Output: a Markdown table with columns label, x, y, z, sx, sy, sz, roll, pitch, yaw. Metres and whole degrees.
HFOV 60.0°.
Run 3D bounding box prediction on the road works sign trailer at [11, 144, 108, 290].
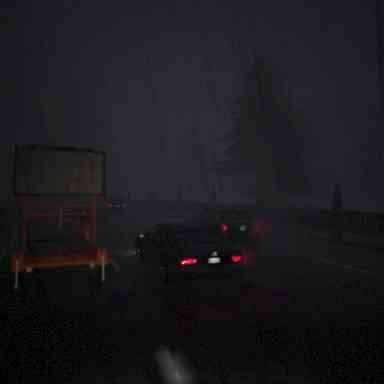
| label | x | y | z | sx | sy | sz | roll | pitch | yaw |
| --- | --- | --- | --- | --- | --- | --- | --- | --- | --- |
| road works sign trailer | -3.746 | 0.510 | 9.503 | 2.380 | 3.560 | 2.880 | 1 | -1 | -24 |

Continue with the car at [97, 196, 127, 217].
| label | x | y | z | sx | sy | sz | roll | pitch | yaw |
| --- | --- | --- | --- | --- | --- | --- | --- | --- | --- |
| car | -8.412 | 1.434 | 33.452 | 2.150 | 2.045 | 5.566 | 1 | -1 | -33 |

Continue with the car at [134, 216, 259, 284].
| label | x | y | z | sx | sy | sz | roll | pitch | yaw |
| --- | --- | --- | --- | --- | --- | --- | --- | --- | --- |
| car | -0.372 | 1.636 | 10.014 | 2.033 | 1.411 | 5.357 | 1 | -1 | -21 |

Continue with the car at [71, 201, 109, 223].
| label | x | y | z | sx | sy | sz | roll | pitch | yaw |
| --- | --- | --- | --- | --- | --- | --- | --- | --- | --- |
| car | -8.440 | 1.677 | 26.826 | 1.812 | 1.442 | 4.674 | 1 | -1 | -30 |

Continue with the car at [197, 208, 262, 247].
| label | x | y | z | sx | sy | sz | roll | pitch | yaw |
| --- | --- | --- | --- | --- | --- | --- | --- | --- | --- |
| car | 1.219 | 1.506 | 15.274 | 2.097 | 1.767 | 4.553 | 1 | -1 | -22 |
